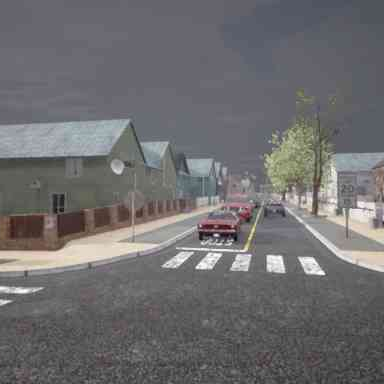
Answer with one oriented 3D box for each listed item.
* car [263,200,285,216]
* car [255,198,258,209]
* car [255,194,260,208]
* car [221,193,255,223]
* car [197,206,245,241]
[{"bbox_3d":[7.923,1.502,32.029,2.128,1.511,4.902,0,0,13],"label":"car"},{"bbox_3d":[5.836,1.610,36.149,1.895,1.301,4.718,0,0,13],"label":"car"},{"bbox_3d":[8.247,1.230,46.496,2.150,2.045,5.566,0,0,17],"label":"car"},{"bbox_3d":[3.632,1.229,26.435,2.150,2.045,5.566,0,0,13],"label":"car"},{"bbox_3d":[1.515,1.606,16.917,1.895,1.301,4.718,0,0,11],"label":"car"}]
